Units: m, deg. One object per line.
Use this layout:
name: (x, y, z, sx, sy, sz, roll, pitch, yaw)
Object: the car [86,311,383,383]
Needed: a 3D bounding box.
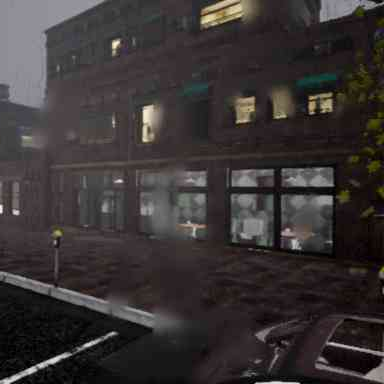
car: (1.056, 1.552, 2.122, 4.403, 1.369, 2.008, 0, 1, 36)
